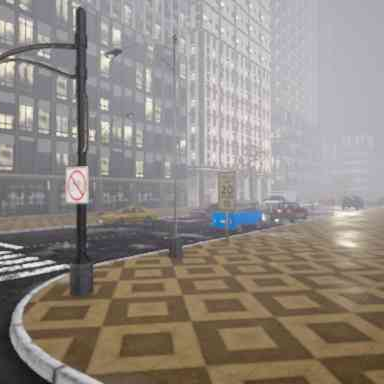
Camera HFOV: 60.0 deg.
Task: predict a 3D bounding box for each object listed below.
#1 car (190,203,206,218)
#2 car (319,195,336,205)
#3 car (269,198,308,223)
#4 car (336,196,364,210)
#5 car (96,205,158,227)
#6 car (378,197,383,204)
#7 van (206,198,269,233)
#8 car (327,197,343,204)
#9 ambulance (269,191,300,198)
[{"bbox_3d":[1.577,1.692,31.548,1.802,1.307,4.206,0,0,38],"label":"car"},{"bbox_3d":[25.371,1.463,62.382,2.192,1.841,5.009,0,0,38],"label":"car"},{"bbox_3d":[7.814,1.520,26.734,1.967,1.590,4.097,0,0,38],"label":"car"},{"bbox_3d":[21.411,1.413,44.353,2.192,1.841,5.009,0,0,38],"label":"car"},{"bbox_3d":[-4.541,1.630,23.833,1.752,1.417,4.829,0,0,38],"label":"car"},{"bbox_3d":[38.407,1.700,66.374,1.947,1.339,4.313,0,0,38],"label":"car"},{"bbox_3d":[2.843,1.416,20.111,1.690,1.788,3.998,0,0,38],"label":"van"},{"bbox_3d":[28.771,1.707,66.785,2.008,1.369,4.403,0,0,38],"label":"car"},{"bbox_3d":[10.445,1.136,38.844,2.351,2.431,6.366,0,0,38],"label":"ambulance"}]
